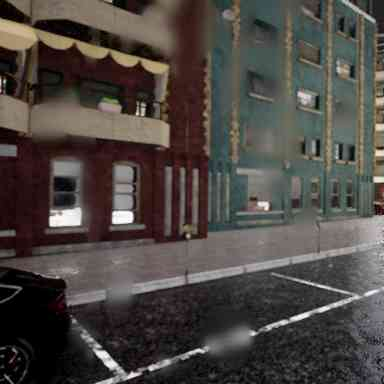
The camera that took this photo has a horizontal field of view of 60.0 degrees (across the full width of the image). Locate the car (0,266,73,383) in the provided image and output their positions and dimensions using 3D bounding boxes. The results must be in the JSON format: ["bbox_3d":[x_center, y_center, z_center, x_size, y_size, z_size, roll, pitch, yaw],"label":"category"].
[{"bbox_3d":[-3.548,1.563,3.562,4.313,1.339,1.947,0,1,-35],"label":"car"}]

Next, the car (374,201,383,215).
[{"bbox_3d":[16.847,1.345,33.066,2.192,1.841,5.009,1,-1,-36],"label":"car"}]
